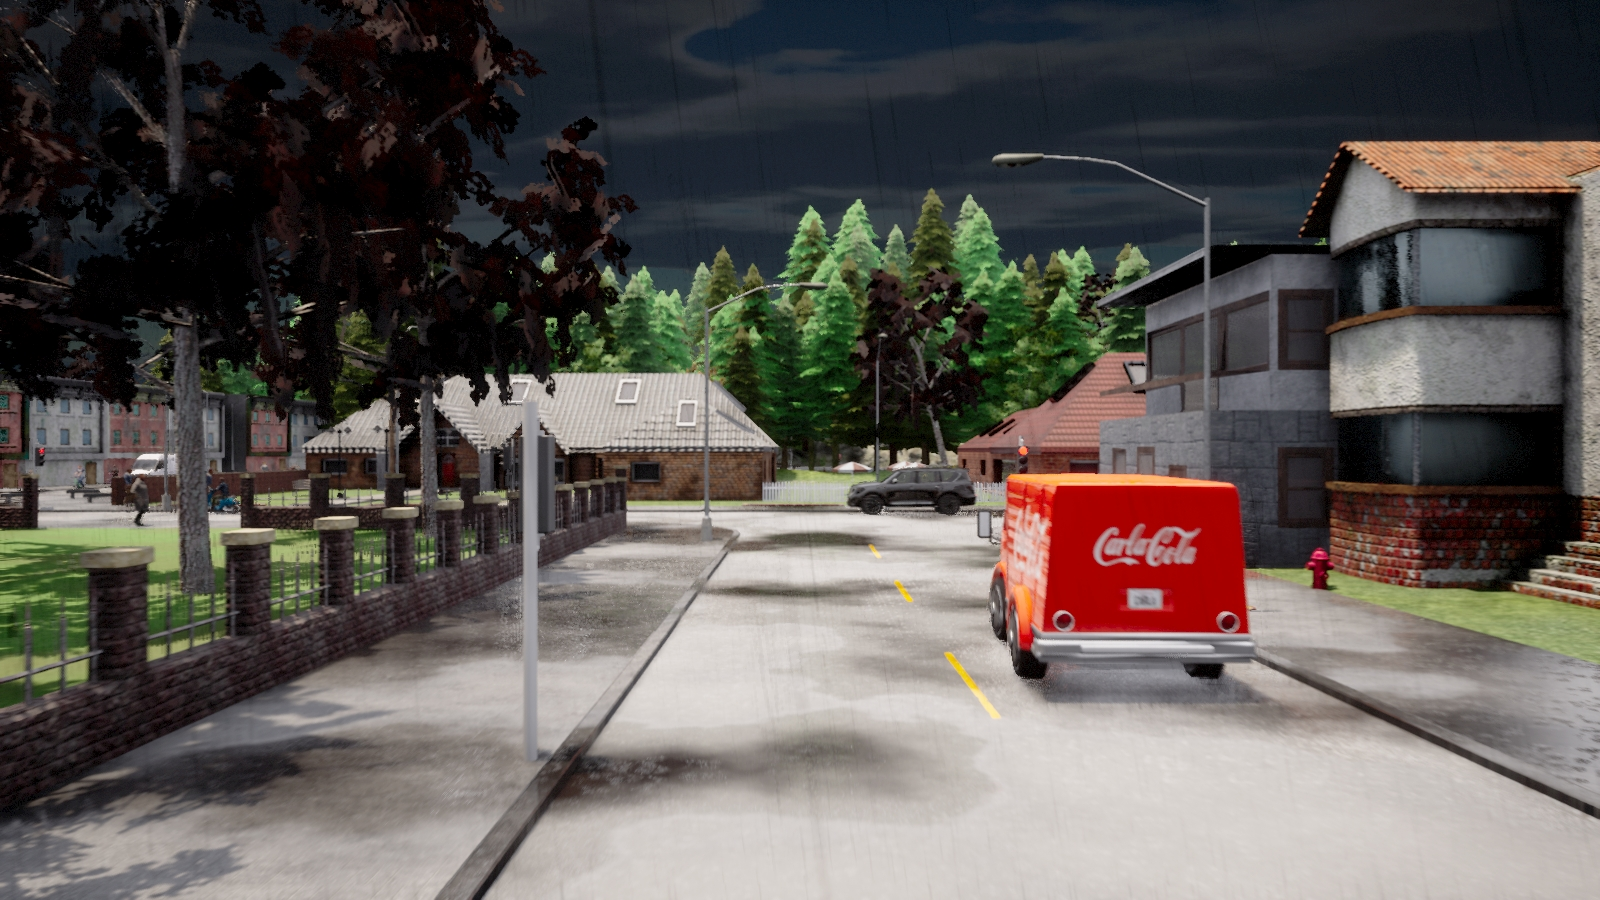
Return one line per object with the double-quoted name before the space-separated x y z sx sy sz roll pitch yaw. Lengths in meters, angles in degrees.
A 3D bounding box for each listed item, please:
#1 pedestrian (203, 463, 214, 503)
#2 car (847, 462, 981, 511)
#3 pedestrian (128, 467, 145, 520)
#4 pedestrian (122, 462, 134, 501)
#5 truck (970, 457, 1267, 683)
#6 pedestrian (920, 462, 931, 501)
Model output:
"pedestrian" -27.382 1.521 52.919 0.375 1.860 0.375 0 0 -11
"car" 4.895 1.562 49.548 5.566 2.045 2.150 0 0 -1
"pedestrian" -23.349 1.528 40.225 0.375 1.860 0.375 0 0 2
"pedestrian" -32.274 1.520 54.880 0.375 1.860 0.375 0 0 1
"truck" 3.919 1.346 15.290 2.627 2.467 5.204 0 0 1
"pedestrian" 6.042 1.527 54.860 0.375 1.860 0.375 0 0 -28
